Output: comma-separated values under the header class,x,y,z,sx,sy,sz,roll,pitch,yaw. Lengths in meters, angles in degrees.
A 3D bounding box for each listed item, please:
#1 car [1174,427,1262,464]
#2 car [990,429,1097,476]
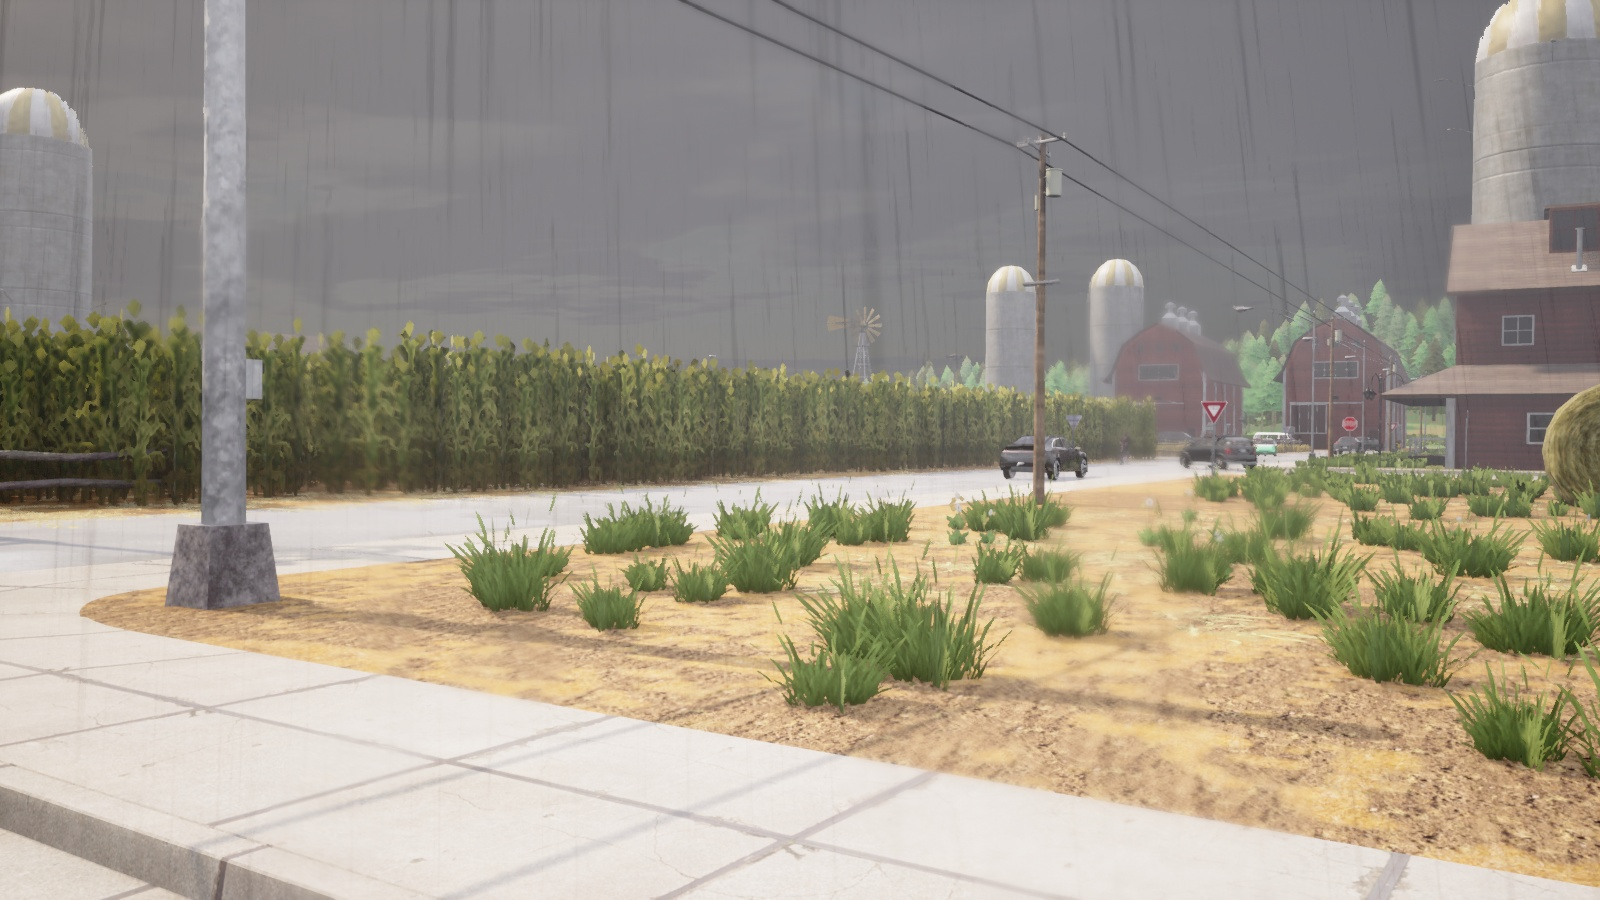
class,x,y,z,sx,sy,sz,roll,pitch,yaw
car,18.786,-0.214,56.608,1.789,1.549,3.705,-2,1,-21
car,8.503,0.052,43.501,2.128,1.511,4.902,0,1,31
